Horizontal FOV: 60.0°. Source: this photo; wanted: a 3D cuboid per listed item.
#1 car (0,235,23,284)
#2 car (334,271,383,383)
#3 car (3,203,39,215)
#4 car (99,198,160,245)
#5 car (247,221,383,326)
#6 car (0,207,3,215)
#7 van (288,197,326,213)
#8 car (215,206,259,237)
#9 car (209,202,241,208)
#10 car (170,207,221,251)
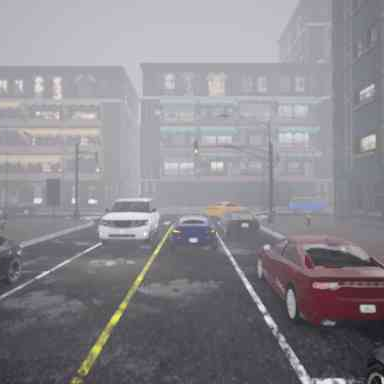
[{"bbox_3d":[-5.275,1.600,7.065,1.947,1.339,4.313,1,0,0],"label":"car"},{"bbox_3d":[2.573,1.574,1.526,1.947,1.339,4.313,1,0,0],"label":"car"},{"bbox_3d":[-19.707,1.902,37.743,4.403,1.369,2.008,0,-1,0],"label":"car"},{"bbox_3d":[-2.818,1.303,16.224,2.150,2.045,5.566,0,-1,0],"label":"car"},{"bbox_3d":[2.572,1.579,7.092,1.887,1.381,4.507,1,0,0],"label":"car"},{"bbox_3d":[-19.663,1.662,29.606,4.097,1.590,1.967,0,-1,0],"label":"car"},{"bbox_3d":[13.077,1.483,37.796,3.998,1.788,1.690,0,-1,0],"label":"van"},{"bbox_3d":[2.571,1.656,18.219,1.947,1.339,4.313,1,0,0],"label":"car"},{"bbox_3d":[3.201,1.626,30.107,1.882,1.535,5.008,-3,-2,41],"label":"car"},{"bbox_3d":[0.070,1.596,14.375,1.812,1.442,4.674,0,0,0],"label":"car"}]
